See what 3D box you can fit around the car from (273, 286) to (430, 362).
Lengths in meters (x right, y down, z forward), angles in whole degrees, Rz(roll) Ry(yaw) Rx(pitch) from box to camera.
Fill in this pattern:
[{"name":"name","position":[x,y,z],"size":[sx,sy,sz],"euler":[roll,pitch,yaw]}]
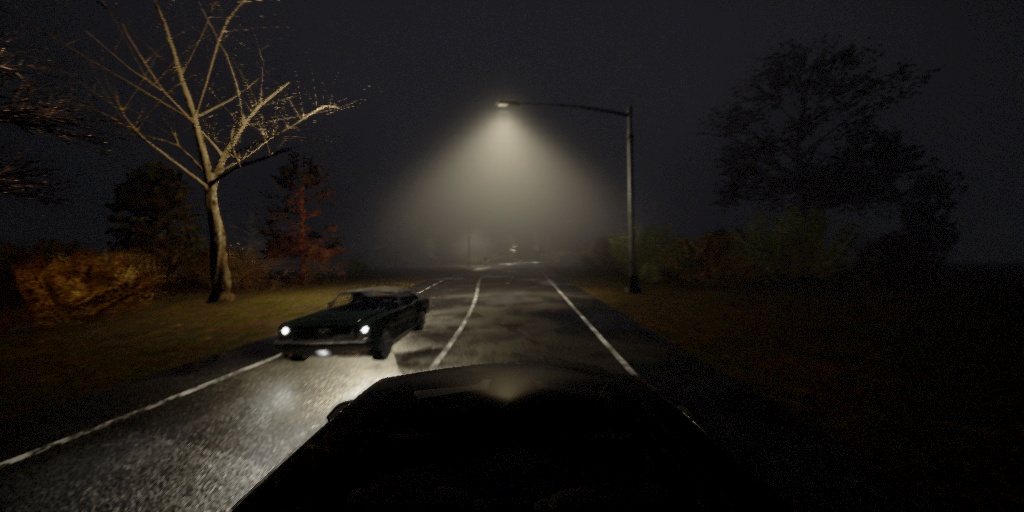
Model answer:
[{"name":"car","position":[-3.404,1.446,8.657],"size":[1.895,1.301,4.718],"euler":[-1,0,0]}]
